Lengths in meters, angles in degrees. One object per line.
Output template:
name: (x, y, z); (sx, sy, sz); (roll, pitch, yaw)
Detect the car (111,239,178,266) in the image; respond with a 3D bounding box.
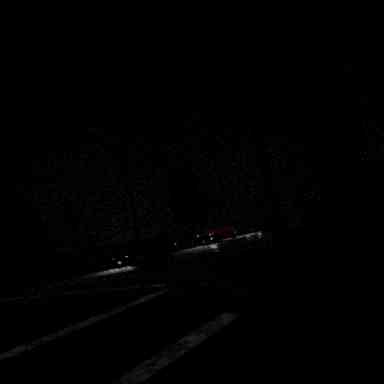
car: (-3.264, 4.208, 23.945); (2.033, 1.411, 5.357); (-17, -9, 35)

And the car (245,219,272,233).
car: (8.046, 3.950, 39.602); (1.895, 1.301, 4.718); (-17, -9, 35)

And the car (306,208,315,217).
car: (17.355, 2.814, 46.426); (1.837, 1.490, 4.892); (-17, -9, 35)

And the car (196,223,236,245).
car: (2.225, 3.867, 31.639); (2.097, 1.767, 4.553); (-17, -9, 35)

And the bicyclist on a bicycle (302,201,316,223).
bicyclist on a bicycle: (7.609, 1.335, 20.866); (1.656, 1.620, 0.582); (-17, -9, 35)
